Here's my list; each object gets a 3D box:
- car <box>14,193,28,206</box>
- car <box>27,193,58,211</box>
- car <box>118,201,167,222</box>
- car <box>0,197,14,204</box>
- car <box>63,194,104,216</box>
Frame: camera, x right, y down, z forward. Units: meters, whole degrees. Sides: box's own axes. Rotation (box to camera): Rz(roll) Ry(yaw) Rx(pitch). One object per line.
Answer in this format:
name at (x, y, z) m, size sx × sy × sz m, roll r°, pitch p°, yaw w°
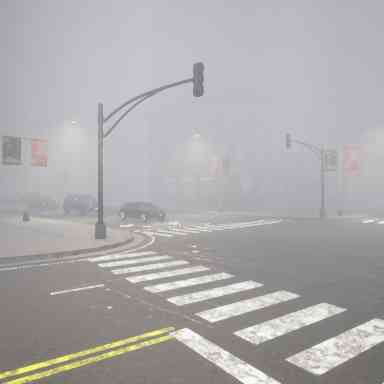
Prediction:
car at (-26.051, 1.198, 53.403) m, size 5.566 × 2.045 × 2.150 m, roll 0°, pitch 0°, yaw 45°
car at (-18.112, 1.333, 40.576) m, size 2.097 × 1.767 × 4.553 m, roll 0°, pitch 0°, yaw -45°
car at (-4.004, 1.495, 26.430) m, size 1.837 × 1.490 × 4.892 m, roll 0°, pitch 0°, yaw -44°
car at (-33.634, 1.531, 60.996) m, size 1.994 × 1.385 × 4.181 m, roll 0°, pitch 0°, yaw -45°
car at (-11.017, 1.207, 33.459) m, size 2.150 × 2.045 × 5.566 m, roll 0°, pitch 0°, yaw -45°
